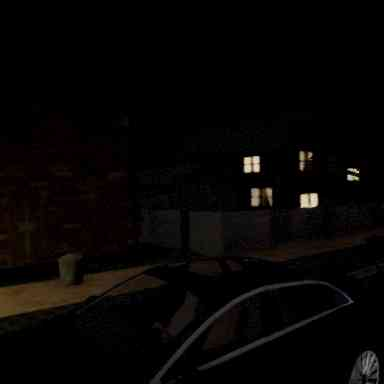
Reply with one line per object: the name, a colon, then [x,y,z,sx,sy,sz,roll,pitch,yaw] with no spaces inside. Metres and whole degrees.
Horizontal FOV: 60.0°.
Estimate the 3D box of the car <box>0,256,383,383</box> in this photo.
car: [0.072,1.493,3.223,4.902,1.511,2.128,0,0,-36]
